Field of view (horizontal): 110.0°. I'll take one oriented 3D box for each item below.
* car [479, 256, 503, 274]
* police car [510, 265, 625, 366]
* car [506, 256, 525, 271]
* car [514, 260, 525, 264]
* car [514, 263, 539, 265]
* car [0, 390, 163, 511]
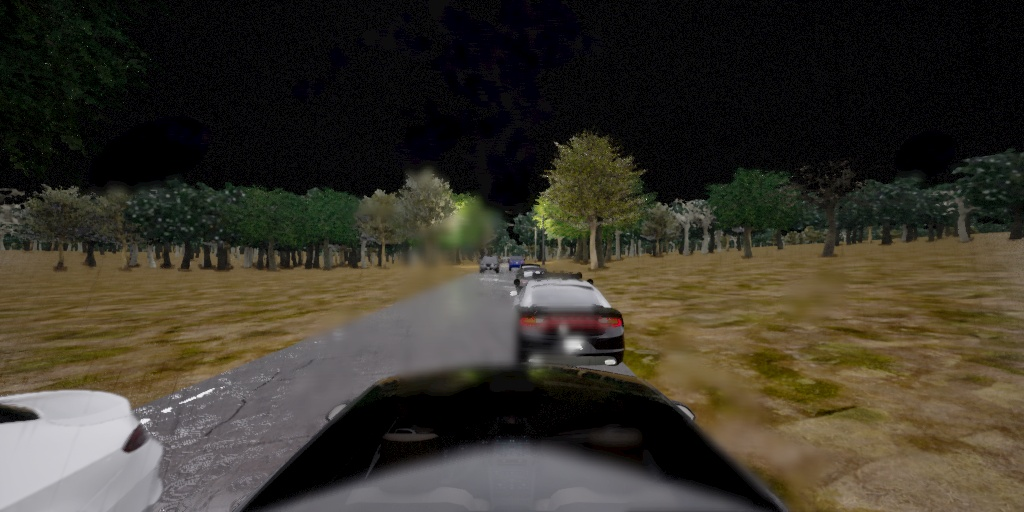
[{"bbox_3d":[-2.580,0.991,42.239,2.150,2.045,5.566,0,0,1],"label":"car"},{"bbox_3d":[0.996,1.174,8.112,1.930,1.638,5.238,0,0,1],"label":"police car"},{"bbox_3d":[0.674,0.999,50.099,2.150,2.045,5.566,0,0,1],"label":"car"},{"bbox_3d":[1.193,1.259,24.002,1.837,1.490,4.892,0,0,1],"label":"car"},{"bbox_3d":[1.119,1.276,18.003,1.812,1.442,4.674,0,0,1],"label":"car"},{"bbox_3d":[-3.100,1.276,0.317,1.812,1.442,4.674,0,0,1],"label":"car"}]
